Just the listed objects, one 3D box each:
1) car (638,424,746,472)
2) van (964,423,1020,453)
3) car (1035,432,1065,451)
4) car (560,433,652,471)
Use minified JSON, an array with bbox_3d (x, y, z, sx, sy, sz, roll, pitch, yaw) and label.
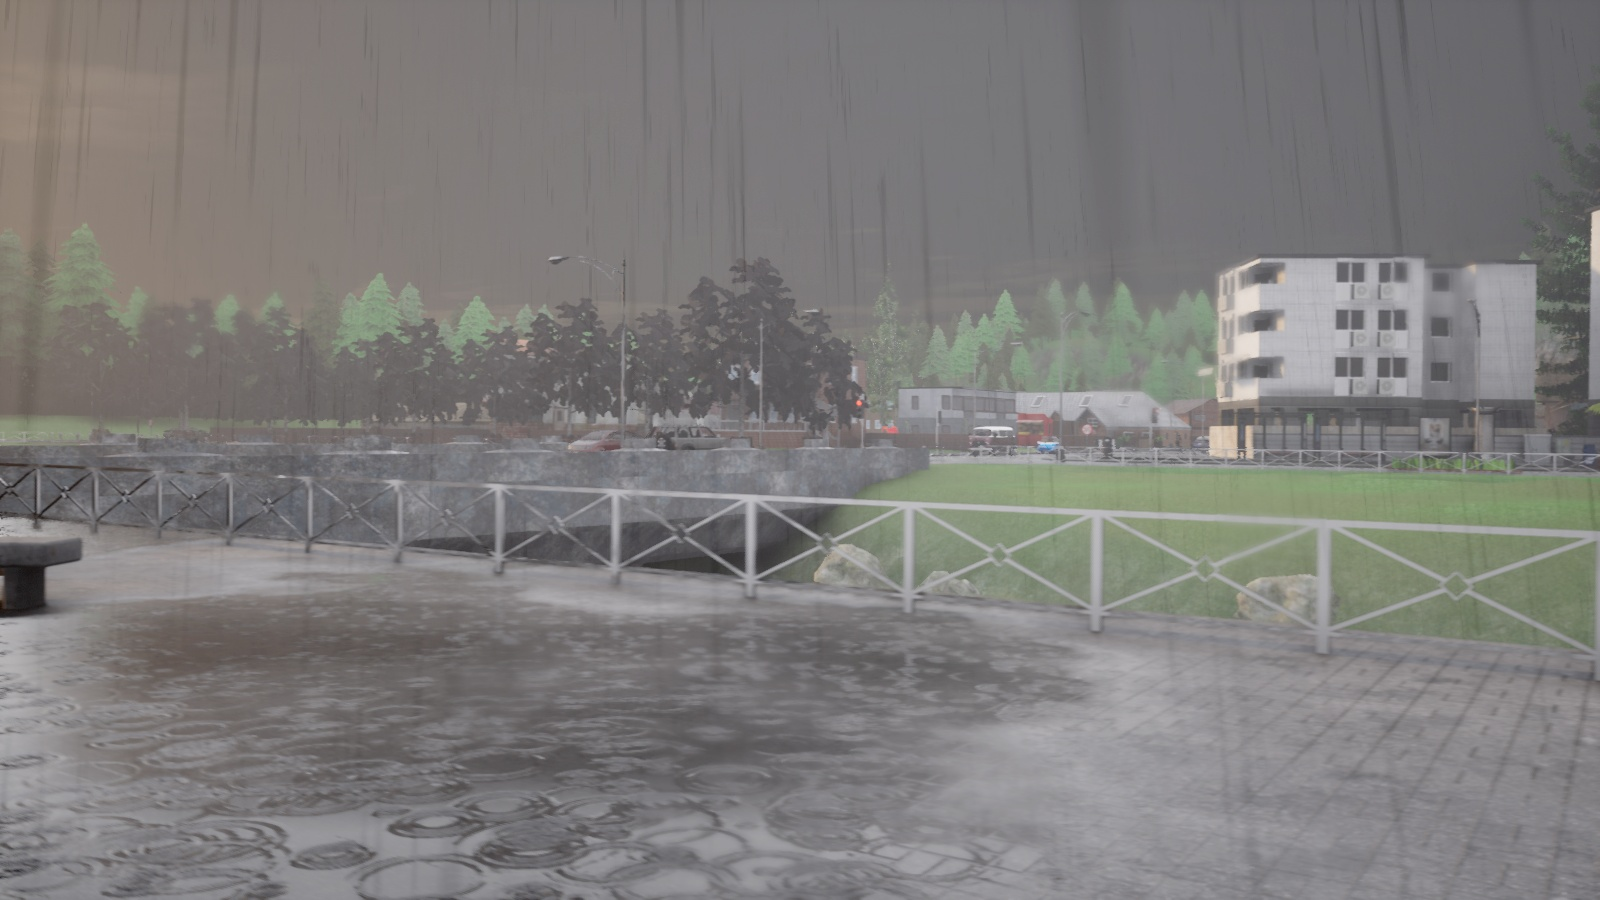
[{"bbox_3d":[-4.380,-0.119,51.793,1.932,1.855,4.605,0,1,35],"label":"car"},{"bbox_3d":[13.075,-0.827,85.256,2.069,2.038,4.480,0,1,34],"label":"van"},{"bbox_3d":[18.656,-0.661,93.664,1.481,1.376,2.207,0,1,34],"label":"car"},{"bbox_3d":[-8.191,0.058,53.223,1.789,1.549,3.705,0,1,34],"label":"car"}]
